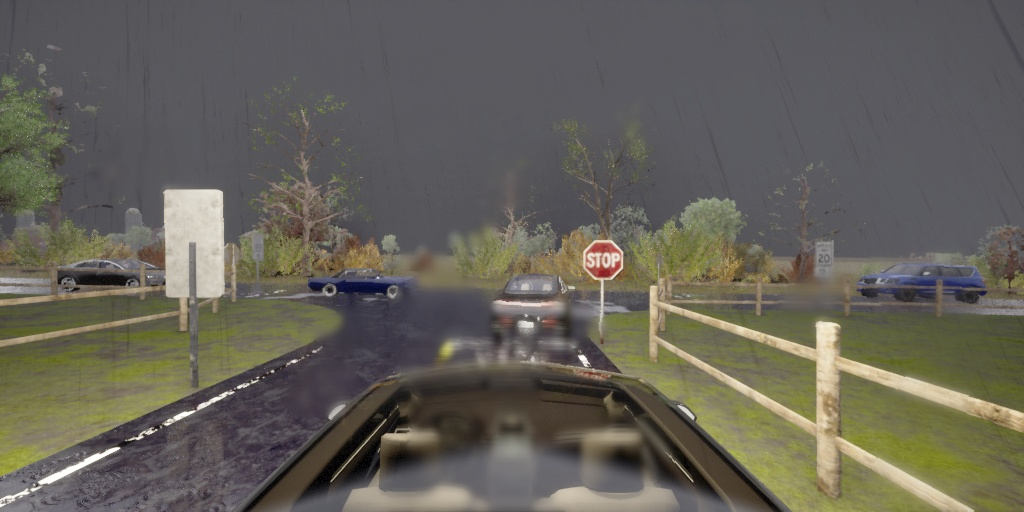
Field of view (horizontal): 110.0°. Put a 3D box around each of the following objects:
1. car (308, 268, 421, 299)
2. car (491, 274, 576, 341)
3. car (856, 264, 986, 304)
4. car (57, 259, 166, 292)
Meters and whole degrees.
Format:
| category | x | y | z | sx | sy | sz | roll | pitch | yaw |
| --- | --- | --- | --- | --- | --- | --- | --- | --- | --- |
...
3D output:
| category | x | y | z | sx | sy | sz | roll | pitch | yaw |
| --- | --- | --- | --- | --- | --- | --- | --- | --- | --- |
| car | -6.818 | 1.248 | 16.947 | 4.718 | 1.301 | 1.895 | 1 | 1 | 0 |
| car | 0.709 | 1.240 | 9.914 | 2.128 | 1.511 | 4.902 | 0 | 0 | 9 |
| car | 22.533 | 1.460 | 19.856 | 5.566 | 2.045 | 2.150 | 1 | 1 | 0 |
| car | -18.486 | 0.885 | 16.966 | 4.902 | 1.511 | 2.128 | 1 | 1 | 0 |
